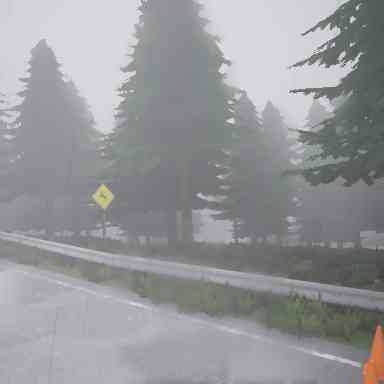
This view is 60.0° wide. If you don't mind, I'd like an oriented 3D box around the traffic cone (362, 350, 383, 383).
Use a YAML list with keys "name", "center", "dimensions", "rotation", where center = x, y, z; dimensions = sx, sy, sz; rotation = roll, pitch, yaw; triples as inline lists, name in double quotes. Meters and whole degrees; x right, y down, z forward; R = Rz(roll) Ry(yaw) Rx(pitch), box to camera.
- name: "traffic cone"
  center: [1.777, 1.956, 3.286]
  dimensions: [0.340, 0.580, 0.340]
  rotation: [0, 0, 34]

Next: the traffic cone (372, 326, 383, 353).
- name: "traffic cone"
  center: [2.323, 1.956, 4.120]
  dimensions: [0.340, 0.580, 0.340]
  rotation: [0, 0, 34]
